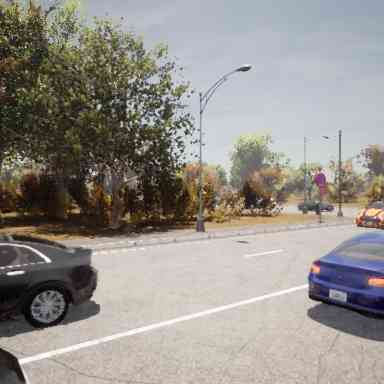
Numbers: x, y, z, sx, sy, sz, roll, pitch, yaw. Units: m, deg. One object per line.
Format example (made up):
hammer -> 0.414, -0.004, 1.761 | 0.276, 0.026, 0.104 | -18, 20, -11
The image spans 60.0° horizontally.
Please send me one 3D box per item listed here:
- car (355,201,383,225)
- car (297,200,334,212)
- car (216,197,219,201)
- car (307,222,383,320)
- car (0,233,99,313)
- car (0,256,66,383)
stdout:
car -> 12.626, 1.372, 21.611 | 4.553, 1.767, 2.097 | 0, 0, -36
car -> 14.604, 1.594, 39.438 | 1.994, 1.385, 4.181 | 0, 0, -32
car -> 3.976, 1.491, 56.261 | 1.812, 1.442, 4.674 | 0, 0, -32
car -> 4.264, 1.532, 6.792 | 4.674, 1.442, 1.812 | 0, 0, -36
car -> -4.032, 1.504, 5.417 | 4.892, 1.490, 1.837 | 0, 0, -36
car -> -3.336, 1.490, 1.366 | 4.902, 1.511, 2.128 | 0, 0, -35
